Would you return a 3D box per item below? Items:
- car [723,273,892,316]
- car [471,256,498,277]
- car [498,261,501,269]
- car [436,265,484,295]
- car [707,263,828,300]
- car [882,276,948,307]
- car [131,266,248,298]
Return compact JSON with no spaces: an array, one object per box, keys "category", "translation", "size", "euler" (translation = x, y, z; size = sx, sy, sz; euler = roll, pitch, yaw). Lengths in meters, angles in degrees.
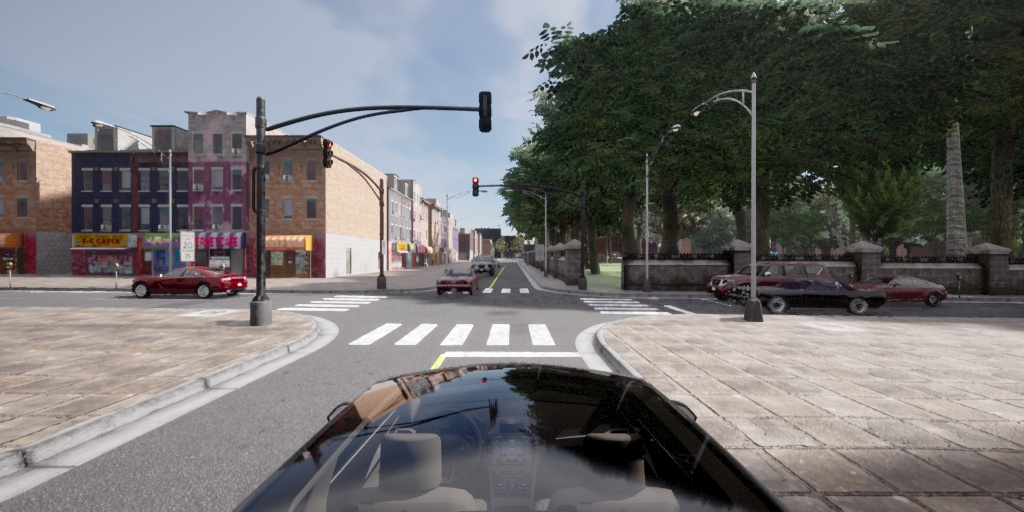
[{"category":"car","translation":[11.170,1.490,13.836],"size":[4.718,1.301,1.895],"euler":[1,0,1]},{"category":"car","translation":[-2.851,0.973,36.122],"size":[2.150,2.045,5.566],"euler":[0,0,0]},{"category":"car","translation":[-2.813,1.292,56.693],"size":[1.994,1.385,4.181],"euler":[0,0,0]},{"category":"car","translation":[-2.853,1.354,19.746],"size":[1.895,1.301,4.718],"euler":[0,0,0]},{"category":"car","translation":[11.711,1.206,16.349],"size":[5.009,1.841,2.192],"euler":[0,0,0]},{"category":"car","translation":[17.159,1.537,16.331],"size":[4.207,1.307,1.802],"euler":[0,0,0]},{"category":"car","translation":[-14.717,1.153,16.438],"size":[4.507,1.381,1.888],"euler":[0,0,0]}]
